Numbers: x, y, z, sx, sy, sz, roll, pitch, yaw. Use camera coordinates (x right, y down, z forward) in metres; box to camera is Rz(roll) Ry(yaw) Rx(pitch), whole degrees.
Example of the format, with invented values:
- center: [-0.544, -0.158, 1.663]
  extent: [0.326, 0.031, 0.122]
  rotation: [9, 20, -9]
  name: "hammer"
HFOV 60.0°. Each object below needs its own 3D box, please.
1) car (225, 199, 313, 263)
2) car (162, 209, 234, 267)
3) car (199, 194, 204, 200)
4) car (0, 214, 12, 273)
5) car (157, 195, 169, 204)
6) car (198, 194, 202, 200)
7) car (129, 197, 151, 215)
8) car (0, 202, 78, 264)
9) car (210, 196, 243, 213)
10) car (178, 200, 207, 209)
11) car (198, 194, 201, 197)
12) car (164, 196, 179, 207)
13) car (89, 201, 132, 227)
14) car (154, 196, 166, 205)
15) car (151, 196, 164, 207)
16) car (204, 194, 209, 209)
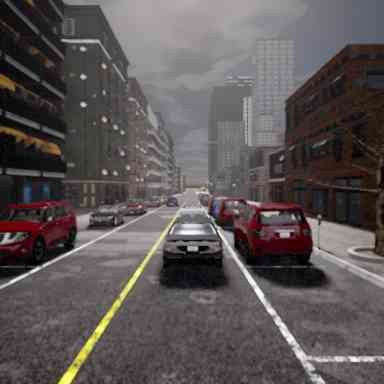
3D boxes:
- center: [2.672, 1.315, 11.929]
  extent: [2.192, 1.841, 5.009]
  rotation: [-1, 0, 0]
  name: "car"
- center: [0.044, 1.547, 11.326]
  extent: [2.033, 1.411, 5.357]
  rotation: [0, 0, 1]
  name: "car"
- center: [2.676, 1.555, 54.688]
  extent: [2.008, 1.369, 4.403]
  rotation: [-1, 0, 0]
  name: "car"
- center: [-5.706, 1.440, 6.529]
  extent: [1.967, 1.590, 4.097]
  rotation: [-1, 0, 0]
  name: "car"
- center: [-5.705, 1.432, 65.790]
  extent: [1.967, 1.590, 4.097]
  rotation: [-1, 0, 0]
  name: "car"
- center: [2.644, 1.559, 60.260]
  extent: [1.947, 1.339, 4.313]
  rotation: [-1, 0, 0]
  name: "car"
- center: [-5.706, 1.439, 33.564]
  extent: [1.967, 1.590, 4.097]
  rotation: [-1, 0, 0]
  name: "car"
- center: [-5.708, 1.315, 11.936]
  extent: [2.192, 1.841, 5.009]
  rotation: [-1, 0, 0]
  name: "car"
- center: [2.671, 1.315, 22.743]
  extent: [2.192, 1.841, 5.009]
  rotation: [-1, 0, 0]
  name: "car"
- center: [0.062, 1.600, 28.586]
  extent: [1.895, 1.301, 4.718]
  rotation: [0, 0, 0]
  name: "car"
- center: [2.643, 1.558, 65.840]
  extent: [1.947, 1.339, 4.313]
  rotation: [-1, 0, 0]
  name: "car"
- center: [-3.078, 1.499, 52.228]
  extent: [1.837, 1.490, 4.892]
  rotation: [0, 0, 0]
  name: "car"
- center: [-5.704, 1.551, 22.750]
  extent: [2.008, 1.369, 4.403]
  rotation: [-1, 0, 0]
  name: "car"
- center: [-5.704, 1.519, 60.040]
  extent: [1.752, 1.417, 4.829]
  rotation: [-1, 0, 0]
  name: "car"
- center: [-5.706, 1.436, 49.786]
  extent: [1.967, 1.590, 4.097]
  rotation: [-1, 0, 0]
  name: "car"
- center: [2.671, 1.314, 33.557]
  extent: [2.192, 1.841, 5.009]
  rotation: [-1, 0, 0]
  name: "car"
